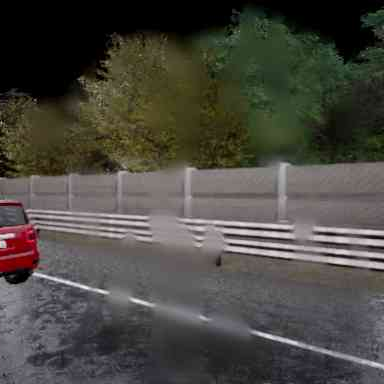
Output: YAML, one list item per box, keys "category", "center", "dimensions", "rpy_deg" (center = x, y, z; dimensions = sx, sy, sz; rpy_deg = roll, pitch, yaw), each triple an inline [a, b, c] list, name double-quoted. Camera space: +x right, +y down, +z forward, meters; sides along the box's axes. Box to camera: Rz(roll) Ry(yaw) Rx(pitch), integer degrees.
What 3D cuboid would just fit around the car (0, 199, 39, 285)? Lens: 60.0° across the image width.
- category: "car"
  center: [-6.062, 1.197, 8.281]
  dimensions: [5.566, 2.045, 2.150]
  rpy_deg: [-1, -1, 36]
